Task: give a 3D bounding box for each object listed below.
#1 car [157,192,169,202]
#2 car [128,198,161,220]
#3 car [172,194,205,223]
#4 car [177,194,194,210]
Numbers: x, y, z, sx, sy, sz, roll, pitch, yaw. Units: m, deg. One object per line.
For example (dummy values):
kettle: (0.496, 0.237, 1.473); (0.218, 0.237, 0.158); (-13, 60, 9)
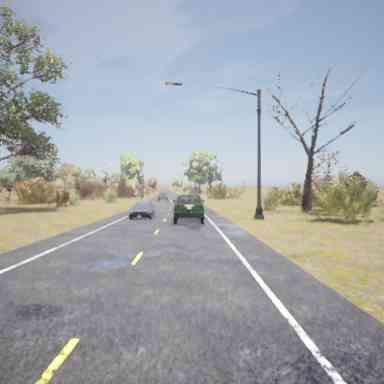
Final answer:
car: (-5.944, 0.979, 68.117); (2.150, 2.045, 5.566); (0, 0, -4)
car: (-4.033, 1.468, 27.711); (2.033, 1.411, 5.357); (0, 0, -2)
car: (-0.254, 1.150, 24.674); (2.150, 2.045, 5.566); (0, 0, -1)
car: (-0.873, 1.218, 42.206); (2.097, 1.767, 4.553); (0, 0, -2)
